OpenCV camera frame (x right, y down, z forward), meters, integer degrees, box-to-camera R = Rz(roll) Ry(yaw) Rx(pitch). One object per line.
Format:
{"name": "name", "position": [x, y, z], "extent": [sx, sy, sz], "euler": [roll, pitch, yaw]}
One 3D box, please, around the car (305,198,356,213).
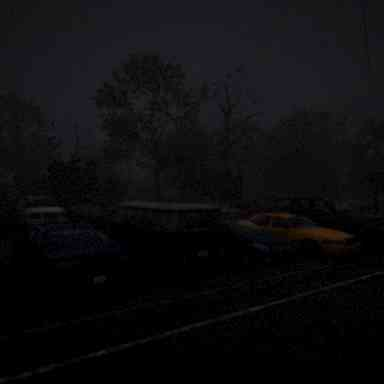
{"name": "car", "position": [15.631, 1.507, 37.918], "extent": [2.097, 1.535, 5.008], "euler": [0, 0, -36]}

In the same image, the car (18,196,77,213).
{"name": "car", "position": [-9.160, 1.258, 20.096], "extent": [2.435, 2.045, 5.566], "euler": [0, 0, -36]}

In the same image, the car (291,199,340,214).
{"name": "car", "position": [13.374, 1.547, 36.300], "extent": [2.002, 1.452, 4.674], "euler": [0, 0, -36]}

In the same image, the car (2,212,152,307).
{"name": "car", "position": [-3.185, 1.508, 8.314], "extent": [2.097, 1.535, 5.008], "euler": [0, 0, -36]}

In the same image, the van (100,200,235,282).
{"name": "van", "position": [-0.979, 1.282, 10.048], "extent": [1.878, 1.987, 4.442], "euler": [0, 0, -36]}

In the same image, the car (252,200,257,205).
{"name": "car", "position": [6.626, 1.537, 31.425], "extent": [2.163, 1.488, 4.792], "euler": [0, 0, -36]}

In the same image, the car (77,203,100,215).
{"name": "car", "position": [-6.925, 1.509, 21.742], "extent": [2.097, 1.535, 5.008], "euler": [0, 0, -36]}

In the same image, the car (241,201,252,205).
{"name": "car", "position": [2.206, 1.505, 28.061], "extent": [1.946, 1.575, 5.366], "euler": [0, 0, -36]}

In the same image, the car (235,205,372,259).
{"name": "car", "position": [3.752, 1.505, 13.071], "extent": [1.946, 1.575, 5.366], "euler": [0, 0, -36]}

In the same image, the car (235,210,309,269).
{"name": "car", "position": [1.365, 1.548, 11.589], "extent": [2.002, 1.452, 4.674], "euler": [0, 0, -36]}

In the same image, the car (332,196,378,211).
{"name": "car", "position": [20.120, 1.382, 41.184], "extent": [2.185, 1.767, 4.553], "euler": [0, 0, -36]}

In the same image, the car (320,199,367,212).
{"name": "car", "position": [17.884, 1.547, 39.539], "extent": [2.002, 1.452, 4.674], "euler": [0, 0, -36]}

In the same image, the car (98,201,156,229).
{"name": "car", "position": [-4.669, 1.509, 23.361], "extent": [2.097, 1.535, 5.008], "euler": [0, 0, -36]}

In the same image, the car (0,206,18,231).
{"name": "car", "position": [-11.427, 1.511, 18.497], "extent": [2.231, 1.521, 4.892], "euler": [0, 0, -36]}

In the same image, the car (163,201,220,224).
{"name": "car", "position": [-0.174, 1.538, 26.617], "extent": [2.163, 1.488, 4.792], "euler": [0, 0, -36]}

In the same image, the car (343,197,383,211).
{"name": "car", "position": [22.390, 1.509, 42.782], "extent": [2.097, 1.535, 5.008], "euler": [0, 0, -36]}

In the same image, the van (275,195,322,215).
{"name": "van", "position": [11.050, 1.281, 34.780], "extent": [1.878, 1.987, 4.442], "euler": [0, 0, -36]}

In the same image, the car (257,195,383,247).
{"name": "car", "position": [5.938, 1.256, 14.833], "extent": [2.435, 2.045, 5.566], "euler": [0, 0, -36]}
